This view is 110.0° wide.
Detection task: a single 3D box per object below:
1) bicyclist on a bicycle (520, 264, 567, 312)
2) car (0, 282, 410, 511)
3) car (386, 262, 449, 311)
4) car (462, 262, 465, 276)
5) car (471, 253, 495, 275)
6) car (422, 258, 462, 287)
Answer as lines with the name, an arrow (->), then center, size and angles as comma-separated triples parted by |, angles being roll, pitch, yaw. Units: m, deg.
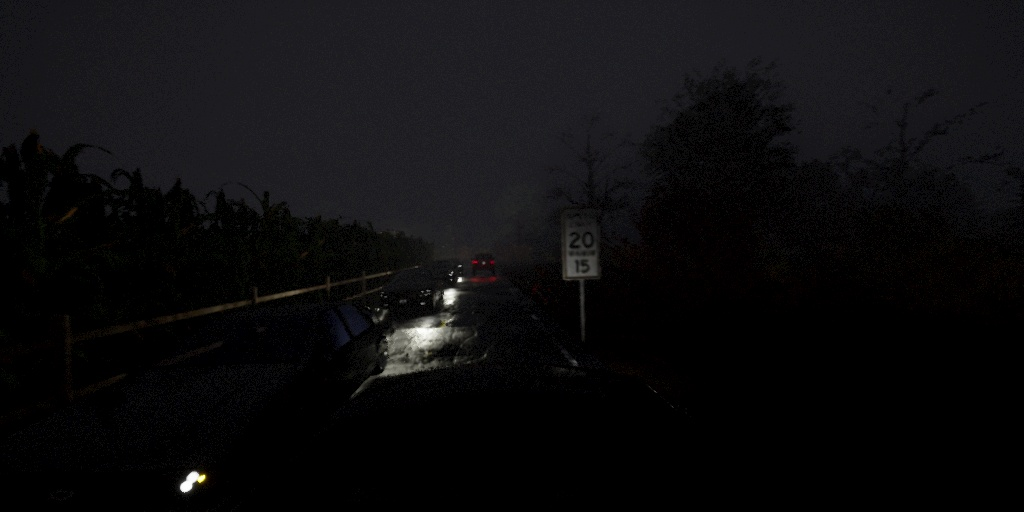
bicyclist on a bicycle -> 1.063, 1.083, 12.184 | 1.656, 1.620, 0.582 | -2, 1, -5
car -> -2.986, 1.359, 4.762 | 2.033, 1.411, 5.357 | -2, 0, -5
car -> -3.869, 1.230, 14.501 | 1.882, 1.535, 5.008 | -2, 1, -5
car -> -5.569, 0.984, 33.632 | 2.097, 1.767, 4.553 | -2, 1, -5
car -> -2.827, 0.751, 35.605 | 2.150, 2.045, 5.566 | -2, 0, -5
car -> -4.698, 1.048, 23.700 | 2.097, 1.767, 4.553 | -2, 1, -5
